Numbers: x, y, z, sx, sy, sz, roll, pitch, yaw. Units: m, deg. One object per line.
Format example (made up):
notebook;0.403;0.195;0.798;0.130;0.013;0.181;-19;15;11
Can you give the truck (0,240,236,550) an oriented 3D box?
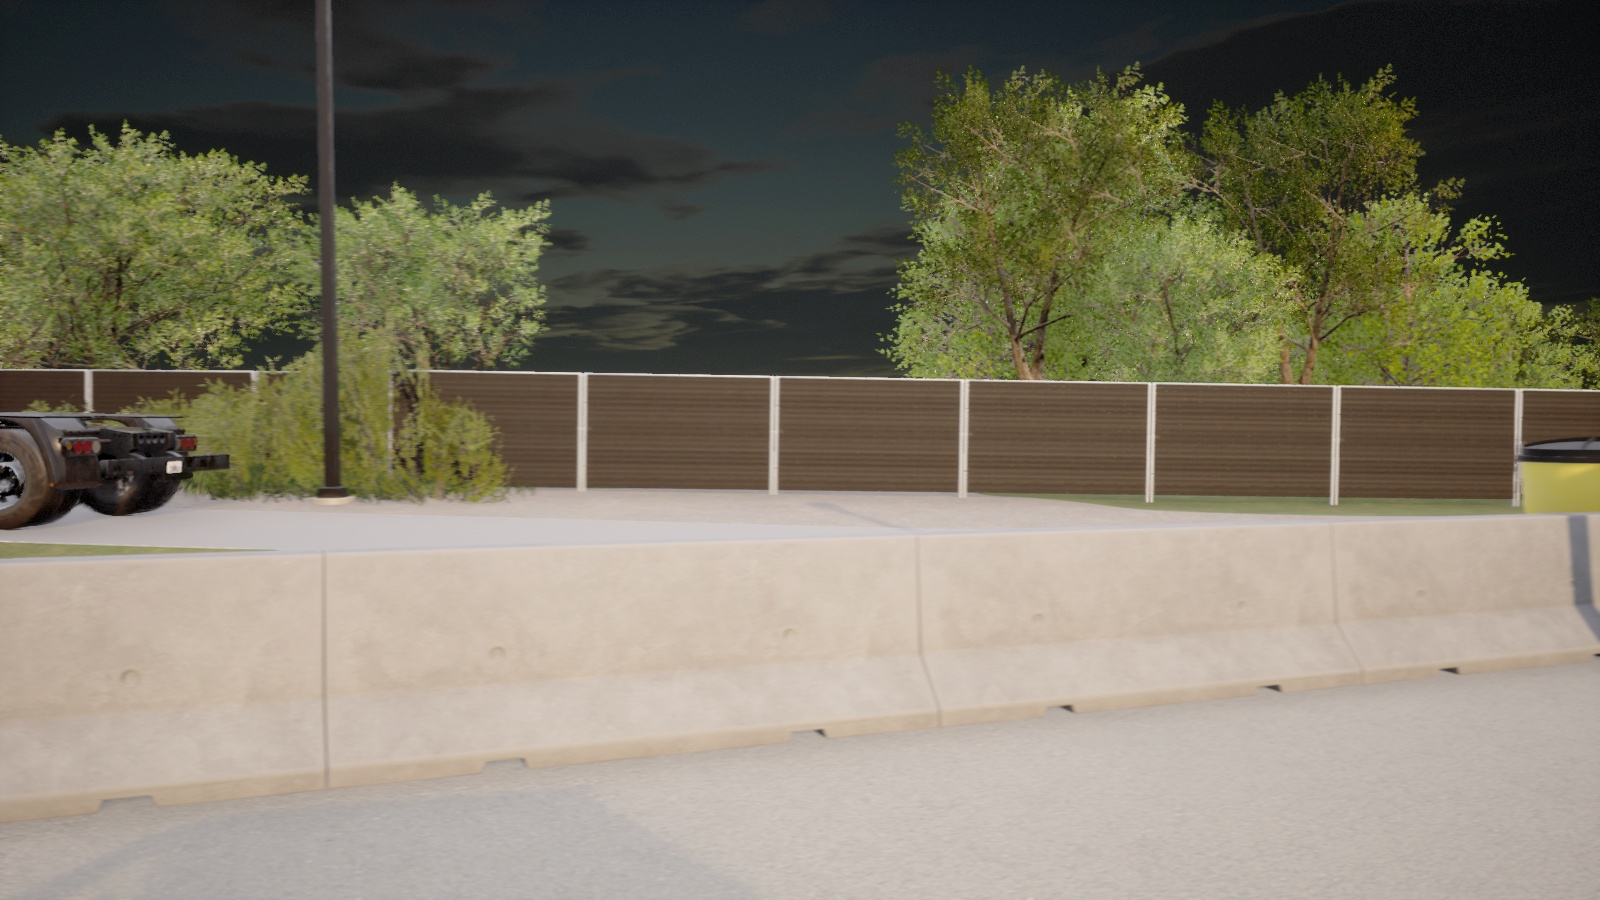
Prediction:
truck;-11.699;-0.653;15.812;7.936;3.462;2.891;0;2;5
